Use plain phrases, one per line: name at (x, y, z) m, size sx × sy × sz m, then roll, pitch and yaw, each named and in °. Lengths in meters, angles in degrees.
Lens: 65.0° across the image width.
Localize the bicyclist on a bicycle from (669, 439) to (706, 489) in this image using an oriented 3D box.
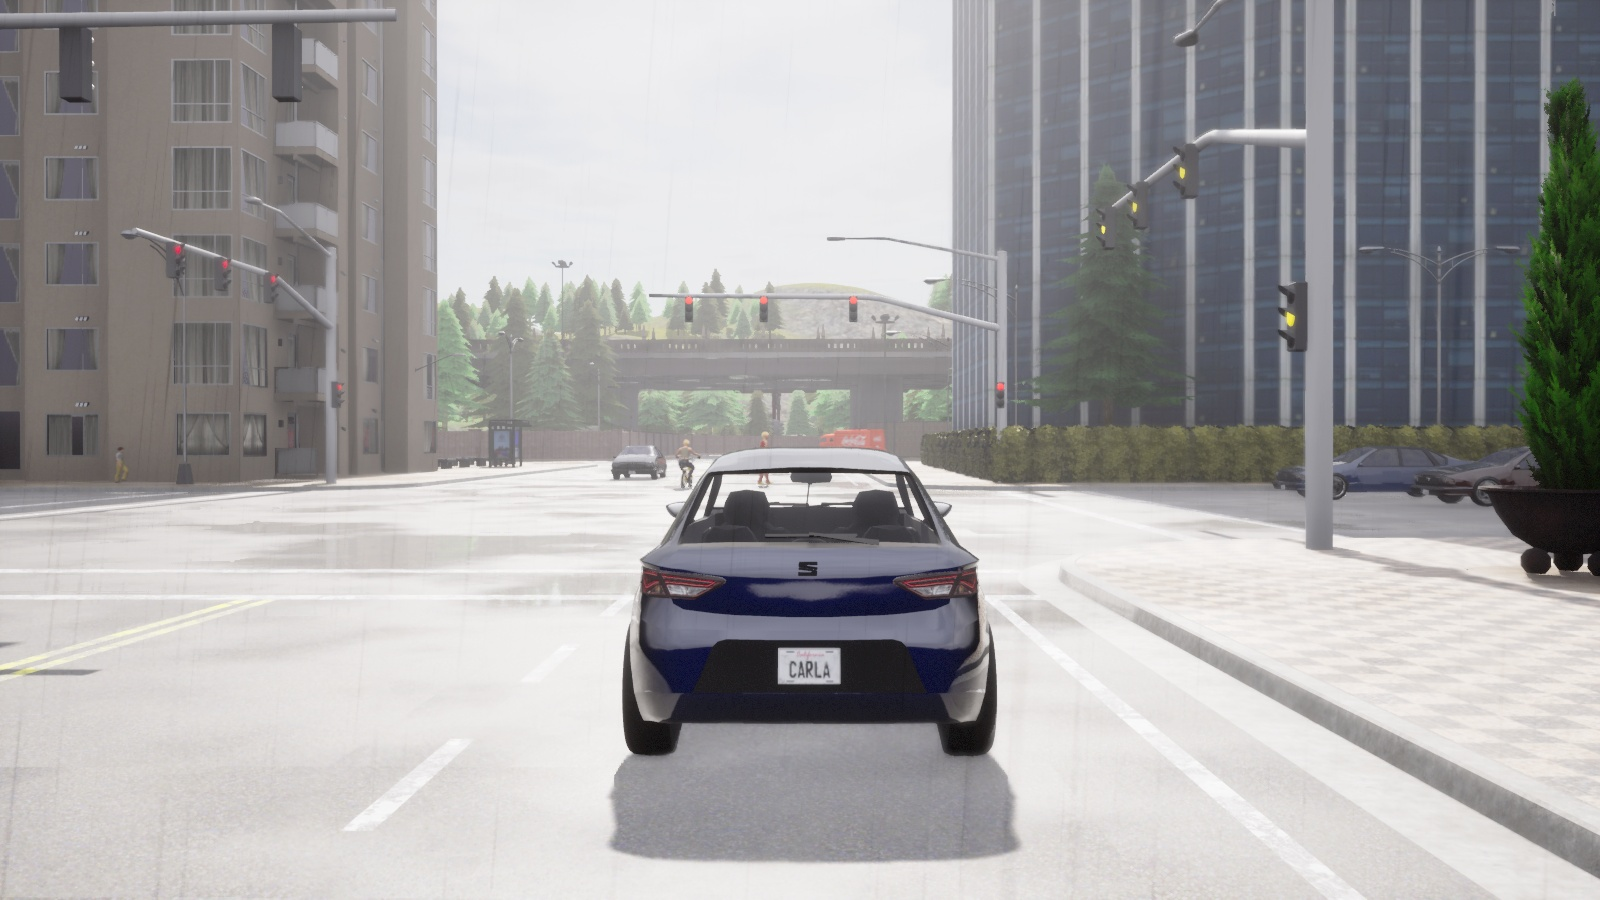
bicyclist on a bicycle at (-3.671, 0.448, 41.152) m, size 0.866 × 1.612 × 1.509 m, roll -1°, pitch 0°, yaw 9°

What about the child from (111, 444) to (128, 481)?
child at (-23.038, 0.426, 42.522) m, size 0.437 × 1.263 × 0.270 m, roll 0°, pitch 0°, yaw 1°

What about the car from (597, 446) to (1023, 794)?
car at (0.054, 0.718, 7.450) m, size 1.816 × 1.474 × 4.193 m, roll 0°, pitch 0°, yaw 0°

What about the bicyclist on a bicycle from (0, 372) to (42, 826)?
bicyclist on a bicycle at (-3.463, 0.590, 4.253) m, size 0.659 × 1.776 × 1.843 m, roll 0°, pitch 1°, yaw 0°

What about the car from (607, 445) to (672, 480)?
car at (-6.708, 0.490, 52.943) m, size 2.033 × 1.411 × 5.357 m, roll 0°, pitch 0°, yaw 0°

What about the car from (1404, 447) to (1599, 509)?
car at (17.599, 0.639, 29.991) m, size 5.357 × 1.411 × 2.033 m, roll 0°, pitch 0°, yaw 0°

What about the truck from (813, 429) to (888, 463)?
truck at (3.930, -0.324, 98.290) m, size 5.204 × 2.467 × 2.627 m, roll -1°, pitch 1°, yaw 37°

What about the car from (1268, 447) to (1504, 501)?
car at (15.528, 0.617, 33.483) m, size 5.357 × 1.411 × 2.033 m, roll 0°, pitch 0°, yaw 0°
